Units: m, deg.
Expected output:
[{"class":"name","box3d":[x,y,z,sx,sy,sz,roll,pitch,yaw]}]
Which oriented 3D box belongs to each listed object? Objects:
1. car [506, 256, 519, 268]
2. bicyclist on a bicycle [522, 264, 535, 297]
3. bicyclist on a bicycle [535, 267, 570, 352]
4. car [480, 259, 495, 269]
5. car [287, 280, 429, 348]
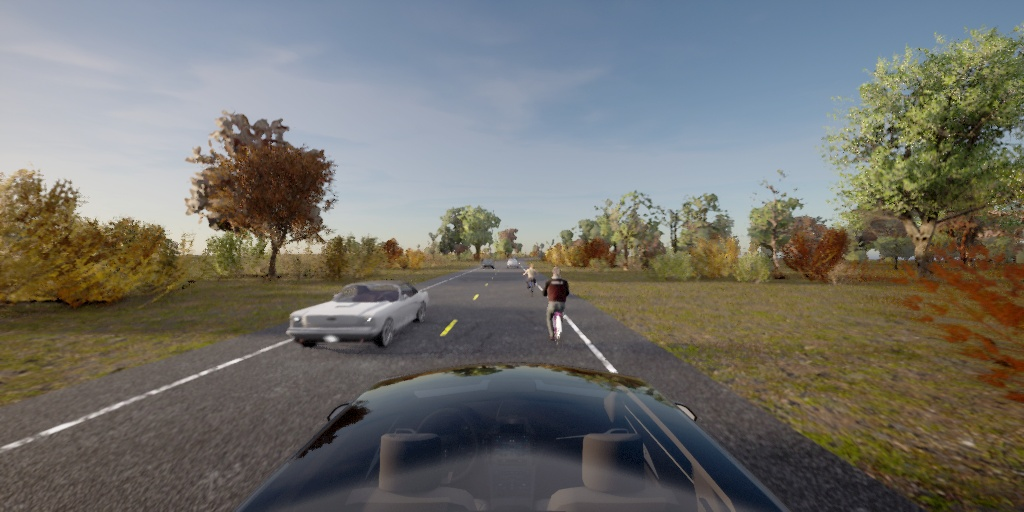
[{"class":"car","box3d":[0.122,1.204,59.769,1.812,1.442,4.674,0,0,0]},{"class":"bicyclist on a bicycle","box3d":[0.944,1.178,17.745,0.866,1.612,1.509,0,0,0]},{"class":"bicyclist on a bicycle","box3d":[0.966,1.118,8.020,0.659,1.776,1.843,0,0,0]},{"class":"car","box3d":[-3.570,1.198,53.225,1.837,1.490,4.892,0,0,0]},{"class":"car","box3d":[-3.599,1.348,9.353,1.895,1.301,4.718,0,0,0]}]
